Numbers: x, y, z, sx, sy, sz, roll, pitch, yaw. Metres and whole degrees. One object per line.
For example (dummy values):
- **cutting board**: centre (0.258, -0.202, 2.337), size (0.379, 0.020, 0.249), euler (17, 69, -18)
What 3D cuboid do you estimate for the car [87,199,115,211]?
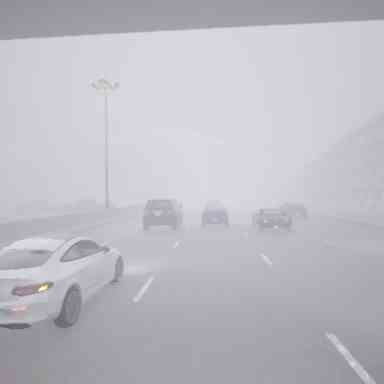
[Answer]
- **car**: centre (-11.384, 2.045, 43.013), size (1.882, 1.535, 5.008), euler (-1, -1, 4)

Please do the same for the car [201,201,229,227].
- **car**: centre (1.689, 1.680, 24.614), size (1.882, 1.535, 5.008), euler (-1, 0, 3)

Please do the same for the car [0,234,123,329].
- **car**: centre (-2.876, 1.636, 7.099), size (1.812, 1.442, 4.674), euler (-1, -1, 4)

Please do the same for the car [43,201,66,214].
- **car**: centre (-18.152, 2.251, 46.648), size (2.033, 1.411, 5.357), euler (-1, -1, 4)

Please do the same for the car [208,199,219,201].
- **car**: centre (2.653, 1.686, 40.592), size (2.097, 1.767, 4.553), euler (-1, -1, 3)

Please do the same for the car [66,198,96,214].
- **car**: centre (-14.706, 1.866, 45.814), size (2.150, 2.045, 5.566), euler (-1, -1, 4)

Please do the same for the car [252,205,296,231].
- **car**: centre (5.008, 1.725, 21.504), size (1.895, 1.301, 4.718), euler (-1, -1, 3)

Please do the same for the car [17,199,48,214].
- **car**: centre (-21.713, 1.973, 45.933), size (2.150, 2.045, 5.566), euler (-1, -1, 4)

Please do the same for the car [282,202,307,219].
- **car**: centre (9.042, 1.649, 30.256), size (1.837, 1.490, 4.892), euler (-1, -1, 3)

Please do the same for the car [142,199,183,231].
- **car**: centre (-1.924, 1.466, 22.922), size (2.150, 2.045, 5.566), euler (-1, 0, 3)
